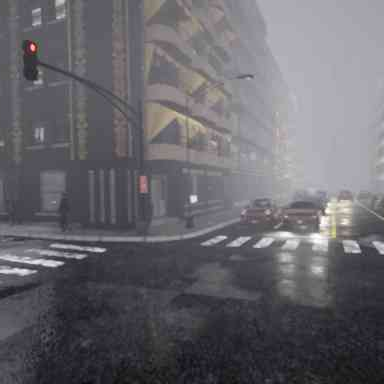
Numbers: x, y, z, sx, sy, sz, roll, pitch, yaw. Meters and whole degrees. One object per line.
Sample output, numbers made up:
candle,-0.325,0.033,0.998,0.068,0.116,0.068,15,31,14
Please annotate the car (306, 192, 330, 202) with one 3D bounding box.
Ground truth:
car,13.816,0.987,36.538,1.895,1.301,4.718,-1,1,23

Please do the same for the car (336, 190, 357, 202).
car,21.551,0.488,46.873,2.097,1.767,4.553,-1,1,23

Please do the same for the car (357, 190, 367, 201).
car,25.288,0.483,48.844,1.967,1.590,4.097,-1,0,23

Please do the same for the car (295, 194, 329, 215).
car,9.912,1.113,27.375,1.994,1.385,4.181,-1,1,24

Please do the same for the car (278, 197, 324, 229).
car,6.386,1.221,19.092,1.812,1.442,4.674,-1,1,23

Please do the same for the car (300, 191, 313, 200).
car,19.714,0.605,57.157,1.752,1.417,4.829,-1,0,23

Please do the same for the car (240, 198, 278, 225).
car,4.369,1.159,20.980,1.967,1.590,4.097,-1,0,23

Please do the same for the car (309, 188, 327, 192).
car,17.832,0.573,45.894,2.097,1.767,4.553,-1,1,24

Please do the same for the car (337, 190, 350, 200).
car,25.357,0.455,55.880,1.882,1.535,5.008,-1,1,23

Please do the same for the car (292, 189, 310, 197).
car,15.372,0.576,46.931,2.192,1.841,5.009,-1,0,23

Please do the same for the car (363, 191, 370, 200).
car,18.686,0.862,33.272,1.887,1.381,4.507,-1,0,23

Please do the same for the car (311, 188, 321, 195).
car,32.984,-0.161,88.455,2.192,1.841,5.009,-1,0,23

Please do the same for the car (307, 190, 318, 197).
car,26.385,0.352,72.885,2.008,1.369,4.403,-1,0,23

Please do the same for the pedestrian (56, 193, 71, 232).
pedestrian,-5.758,0.883,15.088,0.375,1.860,0.375,-1,0,22

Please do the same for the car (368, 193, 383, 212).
car,16.485,0.960,28.083,2.008,1.369,4.403,-1,0,23

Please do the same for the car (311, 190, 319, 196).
car,30.721,0.144,83.109,1.752,1.417,4.829,-1,0,23

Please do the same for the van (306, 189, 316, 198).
van,24.179,0.234,67.693,1.690,1.788,3.998,-1,0,23
